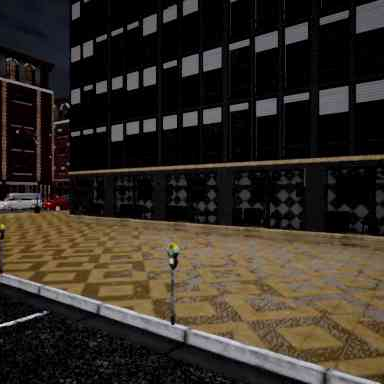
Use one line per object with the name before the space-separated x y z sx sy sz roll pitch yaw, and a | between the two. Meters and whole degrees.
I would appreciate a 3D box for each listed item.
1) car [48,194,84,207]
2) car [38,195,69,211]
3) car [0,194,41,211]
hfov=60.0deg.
car | -16.751 1.079 44.230 1.967 1.590 4.097 1 1 35
car | -13.512 1.269 35.105 1.887 1.381 4.507 1 1 35
car | -19.128 1.264 36.543 1.812 1.442 4.674 0 1 35
